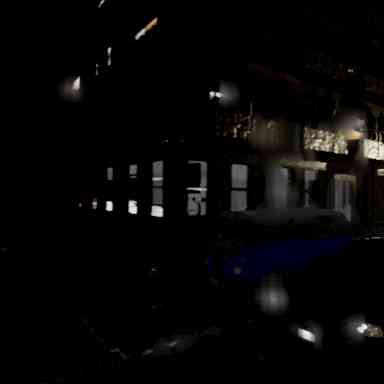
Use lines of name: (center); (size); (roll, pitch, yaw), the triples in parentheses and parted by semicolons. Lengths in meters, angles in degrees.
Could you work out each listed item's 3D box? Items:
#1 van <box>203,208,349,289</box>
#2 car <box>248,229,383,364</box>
van: (2.159, 1.325, 8.076); (3.998, 1.788, 1.690); (0, 1, -35)
car: (3.708, 1.531, 6.021); (5.357, 1.411, 2.033); (0, 0, -35)
